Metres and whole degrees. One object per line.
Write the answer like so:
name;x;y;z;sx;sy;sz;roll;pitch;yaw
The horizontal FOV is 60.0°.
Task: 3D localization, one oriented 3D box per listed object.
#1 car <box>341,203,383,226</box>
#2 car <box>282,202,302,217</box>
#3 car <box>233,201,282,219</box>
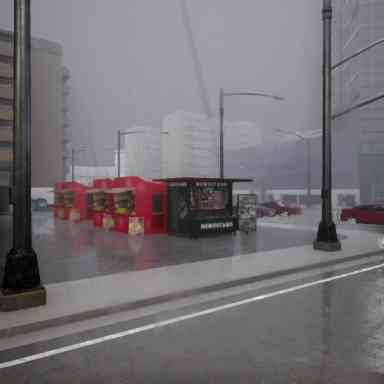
car;12.481;1.536;22.003;1.882;1.535;5.008;0;0;-36
car;8.620;1.651;33.295;1.882;1.535;5.008;0;-1;-36
car;5.758;1.699;31.283;1.812;1.442;4.674;0;-1;-36
